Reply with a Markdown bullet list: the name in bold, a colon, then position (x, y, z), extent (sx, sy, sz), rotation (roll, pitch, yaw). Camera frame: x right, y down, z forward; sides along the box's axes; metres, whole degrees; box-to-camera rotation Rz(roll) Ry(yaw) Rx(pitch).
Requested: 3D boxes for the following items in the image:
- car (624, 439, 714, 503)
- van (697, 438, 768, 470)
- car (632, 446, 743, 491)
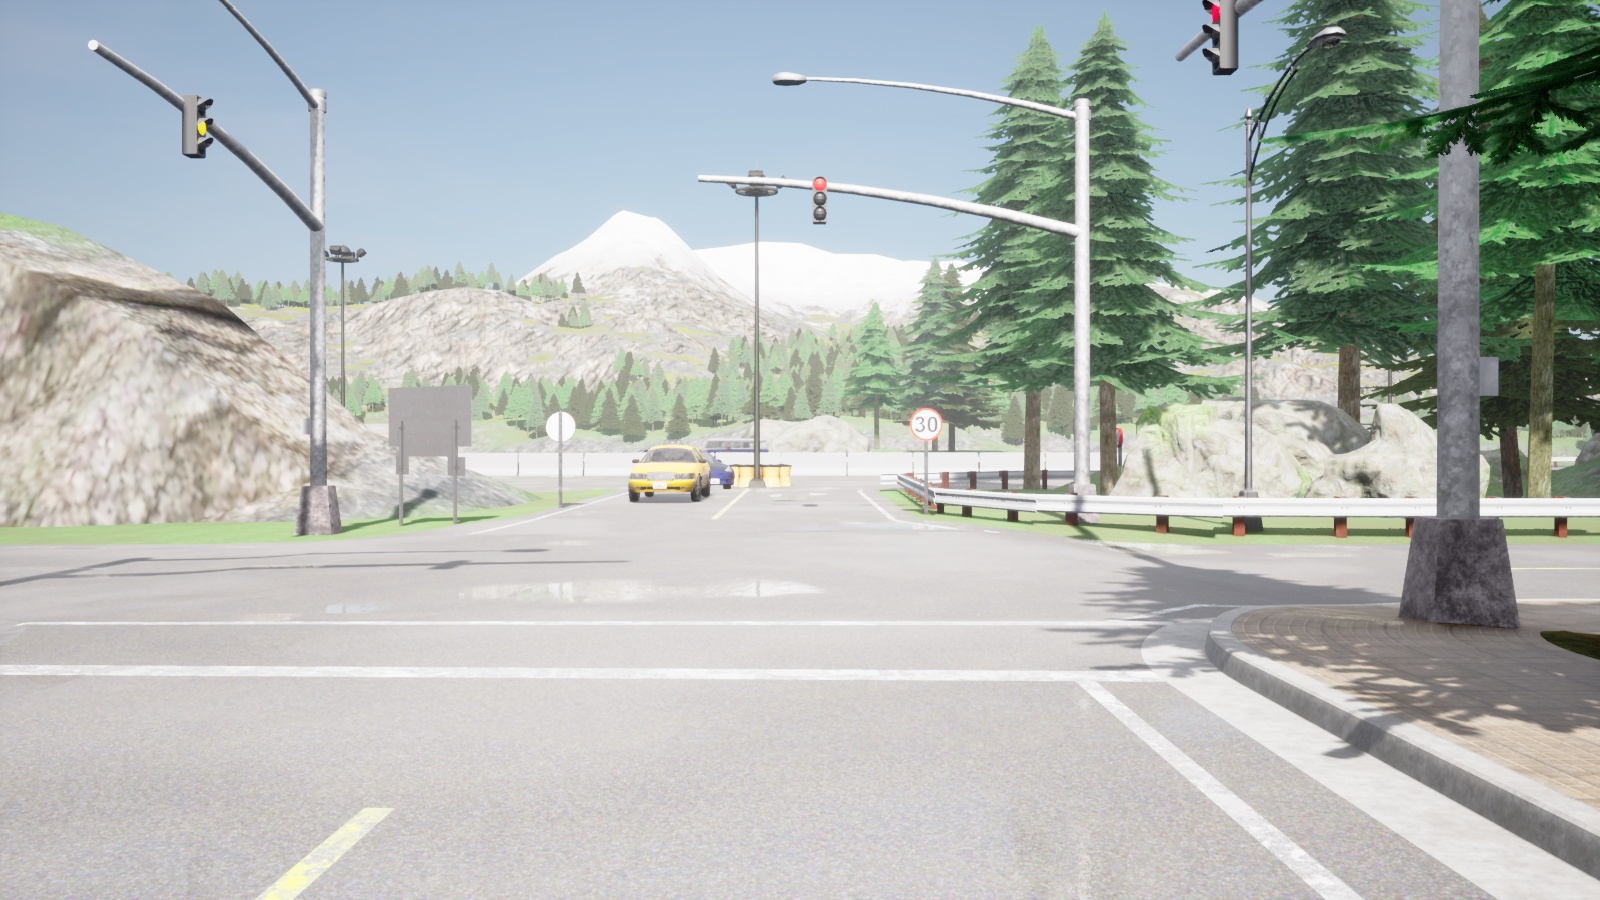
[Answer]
- **car**: position (-3.403, 0.494, 33.605), extent (1.801, 1.575, 5.366), rotation (0, 0, 1)
- **van**: position (-4.298, 0.240, 80.249), extent (4.442, 1.987, 1.775), rotation (0, 0, 0)
- **car**: position (-4.000, 0.663, 43.922), extent (2.163, 1.488, 4.792), rotation (1, -1, -28)
